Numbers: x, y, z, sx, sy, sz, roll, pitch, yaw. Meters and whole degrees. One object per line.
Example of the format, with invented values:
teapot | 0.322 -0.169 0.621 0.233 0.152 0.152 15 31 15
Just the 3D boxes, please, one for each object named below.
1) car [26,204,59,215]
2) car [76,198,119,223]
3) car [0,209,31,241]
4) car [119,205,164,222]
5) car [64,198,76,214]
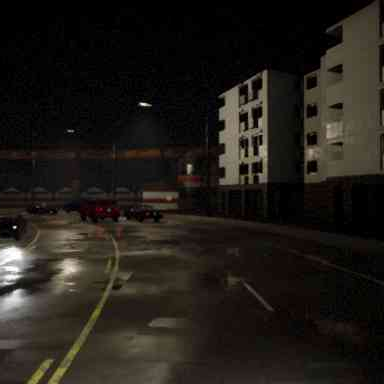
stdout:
car | -18.085 2.068 40.079 4.718 1.301 1.895 -1 -1 39
car | -8.214 1.563 29.342 2.150 2.045 5.566 0 0 -33
car | -10.047 1.811 17.852 1.895 1.301 4.718 0 -1 -22
car | -4.449 1.891 29.979 2.033 1.411 5.357 0 -1 -32
car | -13.526 1.696 40.848 5.566 2.045 2.150 0 -1 42
